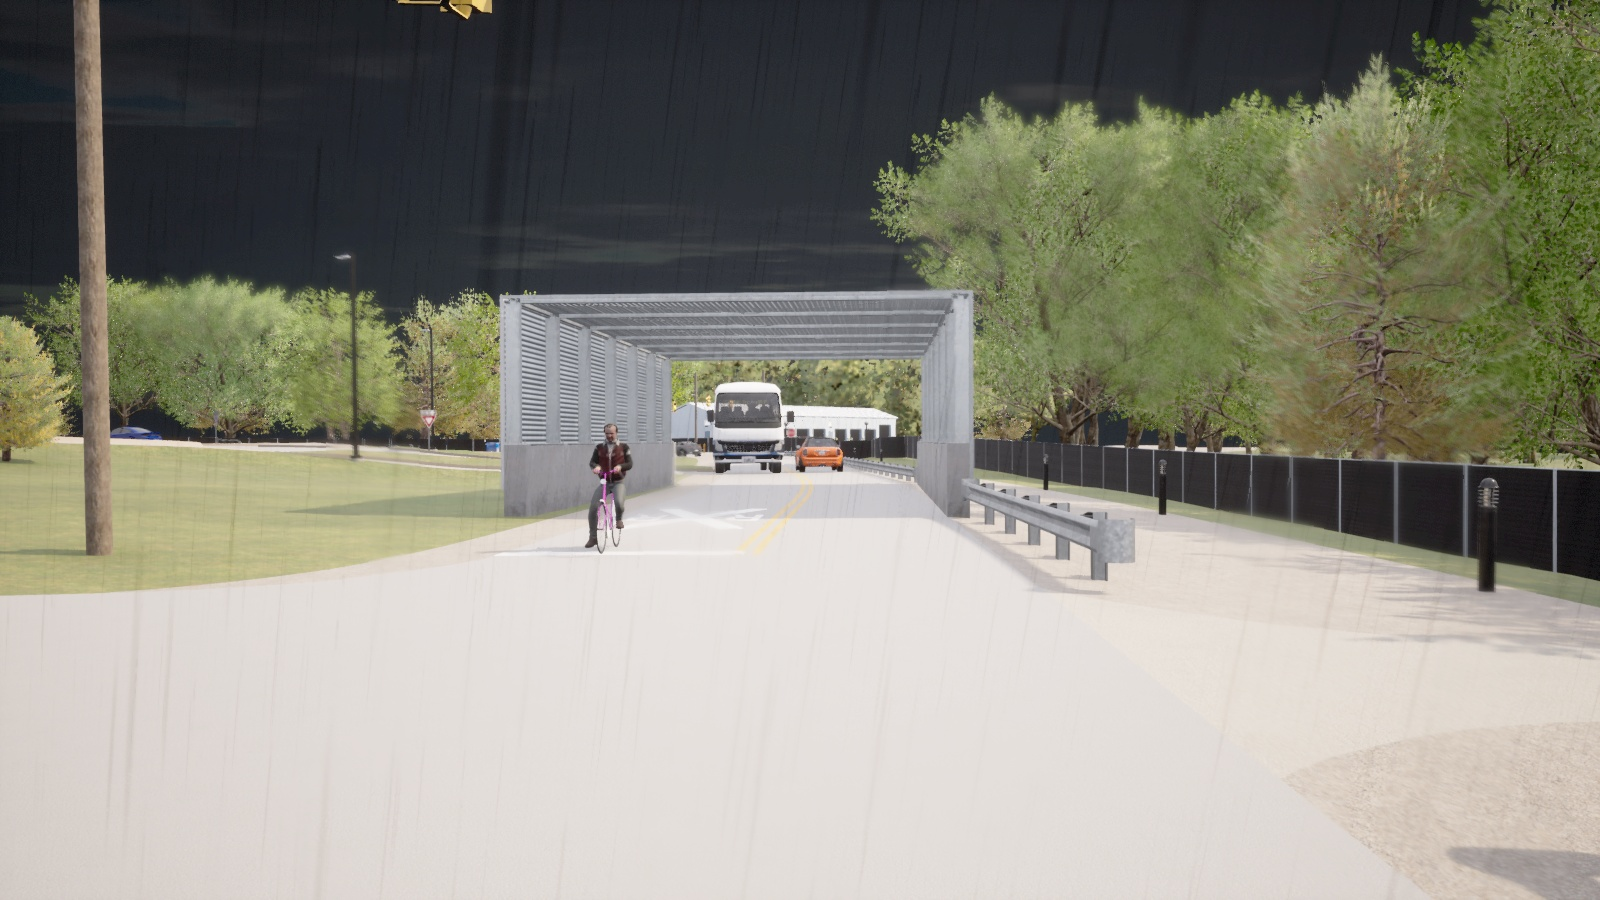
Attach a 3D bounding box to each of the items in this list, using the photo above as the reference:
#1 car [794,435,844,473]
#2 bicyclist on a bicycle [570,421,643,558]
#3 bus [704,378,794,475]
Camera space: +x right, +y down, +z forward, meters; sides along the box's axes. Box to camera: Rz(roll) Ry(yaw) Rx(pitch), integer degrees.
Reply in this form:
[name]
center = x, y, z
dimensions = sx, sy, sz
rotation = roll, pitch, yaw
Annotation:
[car]
center = 0.895, 0.161, 61.271
dimensions = 2.097, 1.767, 4.553
rotation = 0, 0, -3
[bicyclist on a bicycle]
center = -2.633, 0.512, 17.259
dimensions = 0.659, 1.776, 1.843
rotation = 0, 0, 2
[bus]
center = -2.570, -1.059, 60.525
dimensions = 3.944, 4.253, 10.273
rotation = 0, 0, -4
